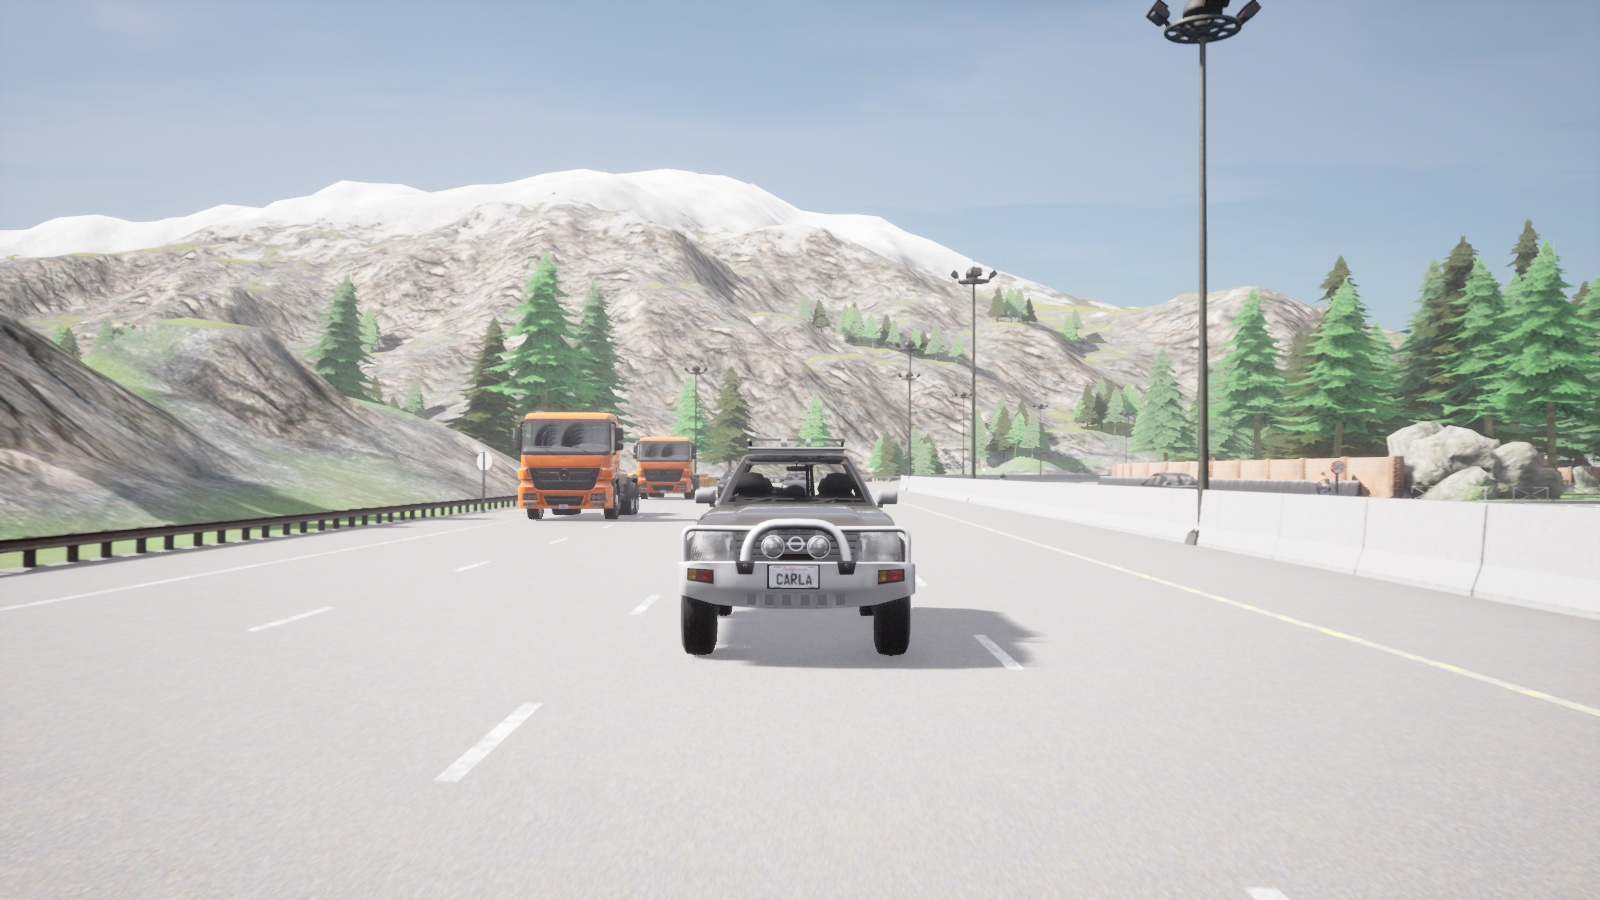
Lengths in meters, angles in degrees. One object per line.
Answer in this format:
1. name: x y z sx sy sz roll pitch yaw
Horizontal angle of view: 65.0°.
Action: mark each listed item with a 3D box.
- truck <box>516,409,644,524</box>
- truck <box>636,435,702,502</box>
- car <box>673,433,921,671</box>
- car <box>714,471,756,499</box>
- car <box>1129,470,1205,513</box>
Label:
1. truck: -7.105 0.560 41.738 2.891 3.462 7.936 0 -1 0
2. truck: -7.173 1.029 69.766 2.891 3.462 7.936 0 -1 0
3. car: -0.030 0.835 12.135 1.932 1.855 4.605 0 -1 0
4. car: -3.674 1.988 71.862 2.128 1.511 4.902 0 -1 0
5. car: 13.884 1.535 47.665 1.789 1.549 3.705 0 -1 0
